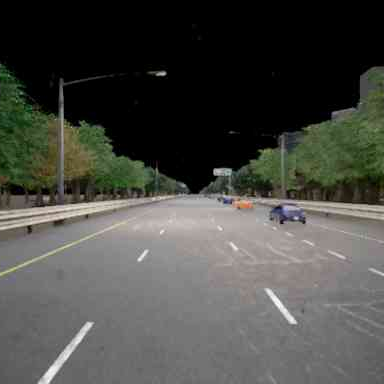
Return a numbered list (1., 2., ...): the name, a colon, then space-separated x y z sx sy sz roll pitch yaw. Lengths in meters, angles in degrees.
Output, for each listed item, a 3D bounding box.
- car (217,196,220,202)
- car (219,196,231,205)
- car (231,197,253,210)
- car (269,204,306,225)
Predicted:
1. car: 7.349 1.830 84.458 1.837 1.490 4.892 0 0 1
2. car: 7.217 1.733 67.442 1.882 1.535 5.008 0 0 0
3. car: 7.094 1.511 45.893 2.097 1.767 4.553 0 0 0
4. car: 7.020 1.607 24.694 1.812 1.442 4.674 0 0 0
